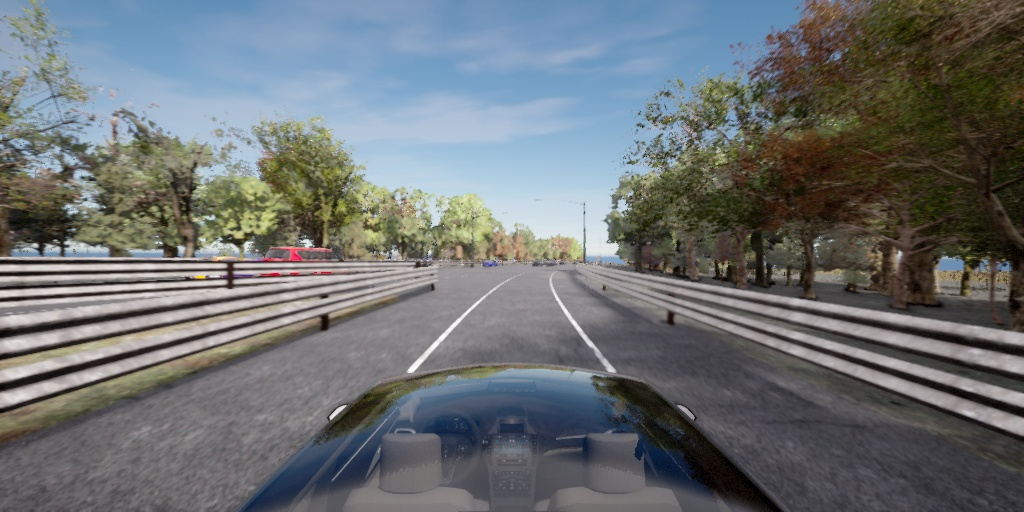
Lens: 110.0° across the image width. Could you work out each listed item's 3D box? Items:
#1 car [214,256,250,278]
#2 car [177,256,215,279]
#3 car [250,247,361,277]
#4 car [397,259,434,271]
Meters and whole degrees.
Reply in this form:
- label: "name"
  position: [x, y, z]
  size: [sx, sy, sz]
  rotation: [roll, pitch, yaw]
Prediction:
- label: "car"
  position: [-14.453, 0.871, 21.397]
  size: [1.812, 1.442, 4.674]
  rotation: [0, -1, 18]
- label: "car"
  position: [-17.766, 0.798, 22.522]
  size: [1.882, 1.535, 5.008]
  rotation: [0, -1, 18]
- label: "car"
  position: [-11.119, 0.590, 20.312]
  size: [2.150, 2.045, 5.566]
  rotation: [0, -1, 18]
- label: "car"
  position: [-9.630, 1.062, 36.301]
  size: [2.128, 1.511, 4.902]
  rotation: [0, -1, 18]
